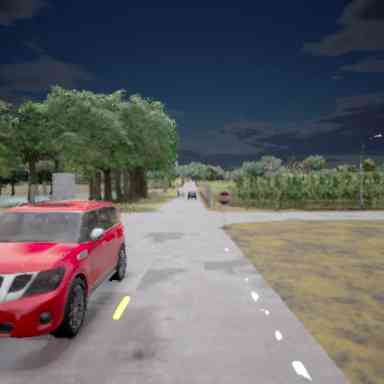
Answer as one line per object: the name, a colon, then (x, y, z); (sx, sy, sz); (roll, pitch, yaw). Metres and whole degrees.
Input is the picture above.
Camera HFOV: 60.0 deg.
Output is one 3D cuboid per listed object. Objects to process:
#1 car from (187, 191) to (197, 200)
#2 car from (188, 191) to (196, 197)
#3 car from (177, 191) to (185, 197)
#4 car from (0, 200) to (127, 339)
car: (0.010, 0.683, 77.323); (2.150, 2.045, 5.566); (0, 2, 0)
car: (0.012, 0.491, 87.710); (1.882, 1.535, 5.008); (0, 2, 0)
car: (-2.739, 0.490, 81.878); (1.812, 1.442, 4.674); (0, 2, 0)
car: (-2.838, 1.232, 6.948); (2.150, 2.045, 5.566); (0, 0, 0)
